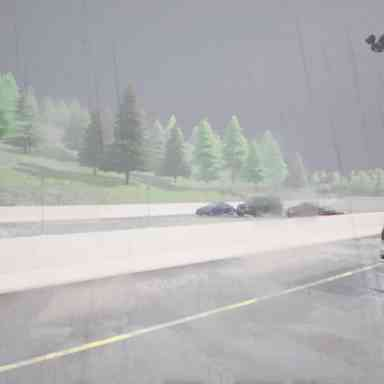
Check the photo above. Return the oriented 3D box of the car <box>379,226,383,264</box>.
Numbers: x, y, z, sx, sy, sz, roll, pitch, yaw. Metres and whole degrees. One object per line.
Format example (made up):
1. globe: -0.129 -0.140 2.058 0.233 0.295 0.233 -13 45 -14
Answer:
1. car: 7.447 1.297 9.552 5.566 2.045 2.150 0 0 -39

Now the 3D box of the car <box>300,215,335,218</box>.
1. car: 9.689 1.776 25.472 4.718 1.301 1.895 0 0 -42
